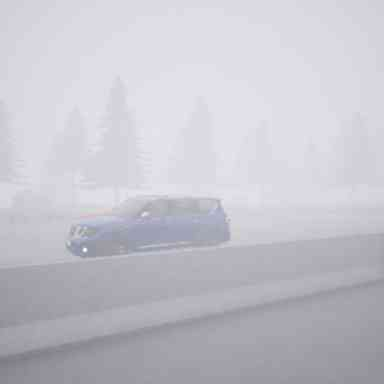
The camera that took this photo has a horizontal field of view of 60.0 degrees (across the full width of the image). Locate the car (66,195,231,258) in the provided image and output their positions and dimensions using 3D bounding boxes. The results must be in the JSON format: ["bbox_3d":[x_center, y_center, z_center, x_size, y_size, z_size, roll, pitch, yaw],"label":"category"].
[{"bbox_3d":[-1.259,1.159,11.257,5.566,2.045,2.150,0,0,-31],"label":"car"}]

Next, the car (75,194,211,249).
[{"bbox_3d":[-2.079,1.138,14.819,5.566,2.045,2.150,0,0,-30],"label":"car"}]
